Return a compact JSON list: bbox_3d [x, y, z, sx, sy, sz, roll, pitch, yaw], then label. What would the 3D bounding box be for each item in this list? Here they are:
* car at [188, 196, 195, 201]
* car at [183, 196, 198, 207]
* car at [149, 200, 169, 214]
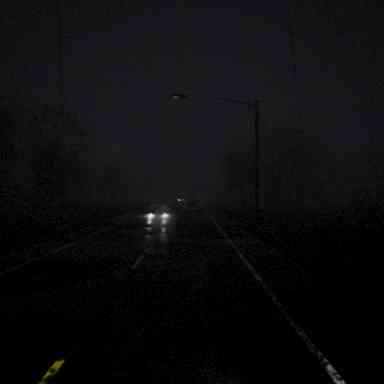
[{"bbox_3d":[-0.024,1.826,91.576,1.895,1.301,4.718,0,0,0],"label":"car"},{"bbox_3d":[0.085,1.657,52.269,2.033,1.411,5.357,0,0,0],"label":"car"},{"bbox_3d":[-3.573,1.597,36.629,1.812,1.442,4.674,0,0,0],"label":"car"}]
